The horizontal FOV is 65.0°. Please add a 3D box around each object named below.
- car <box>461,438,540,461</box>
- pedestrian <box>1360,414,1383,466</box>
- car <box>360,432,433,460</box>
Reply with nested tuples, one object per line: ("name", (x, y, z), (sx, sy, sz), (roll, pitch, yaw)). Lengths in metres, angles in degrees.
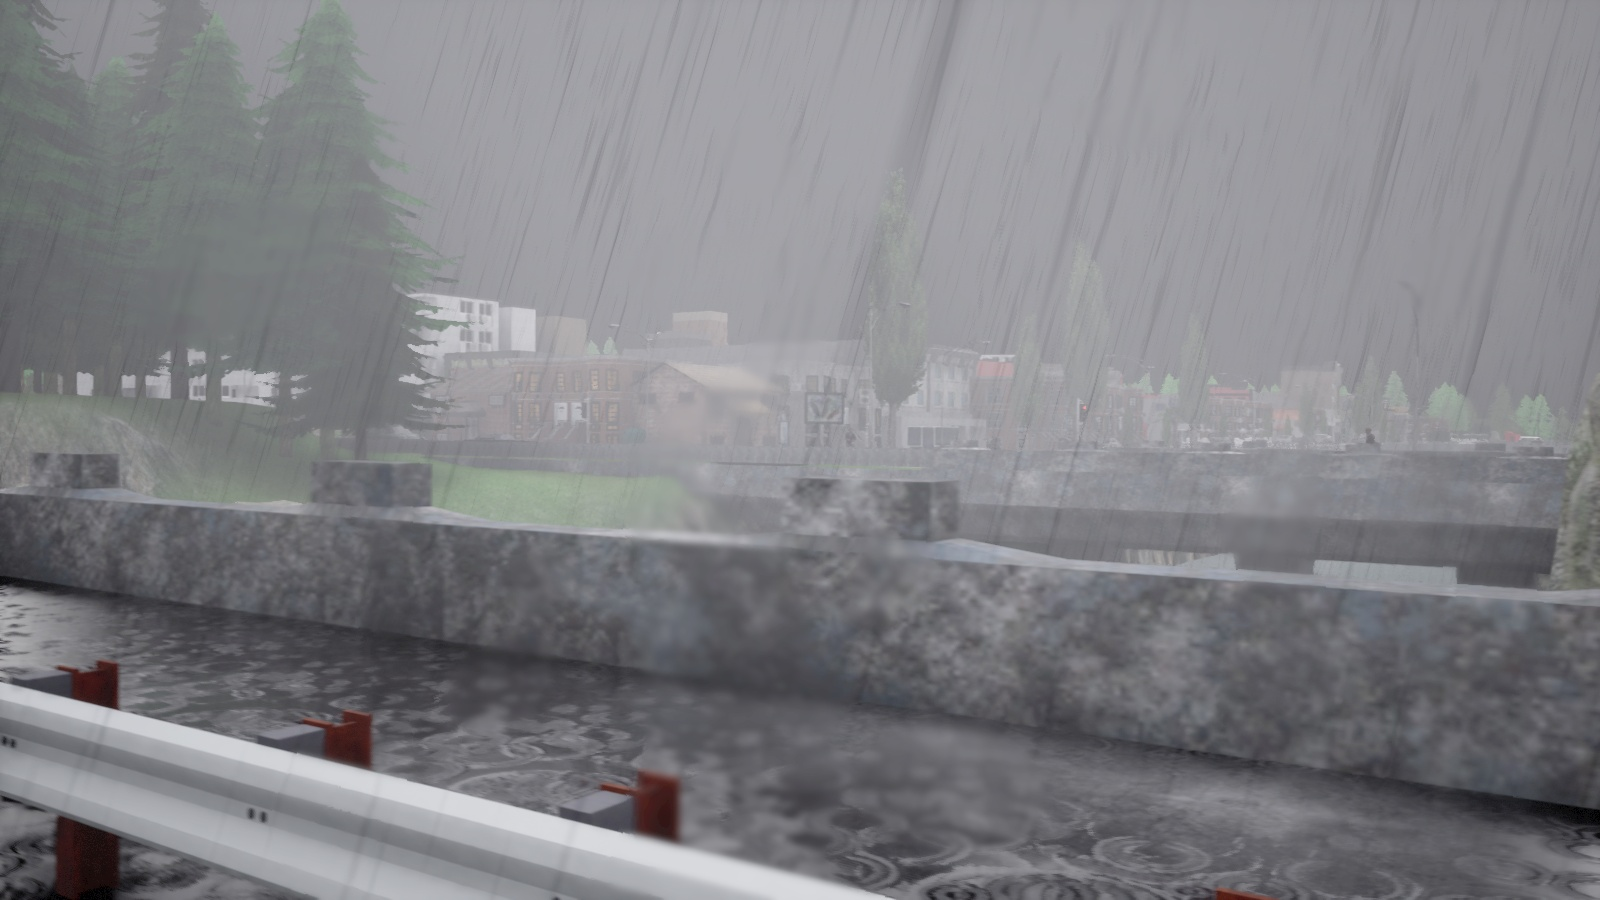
("car", (-18.076, -0.038, 75.730), (4.718, 1.301, 1.895), (0, 1, 34))
("pedestrian", (20.762, -0.369, 45.612), (0.720, 1.854, 0.376), (0, 1, 34))
("car", (-26.022, -0.280, 81.017), (4.553, 1.767, 2.097), (0, 1, 34))
